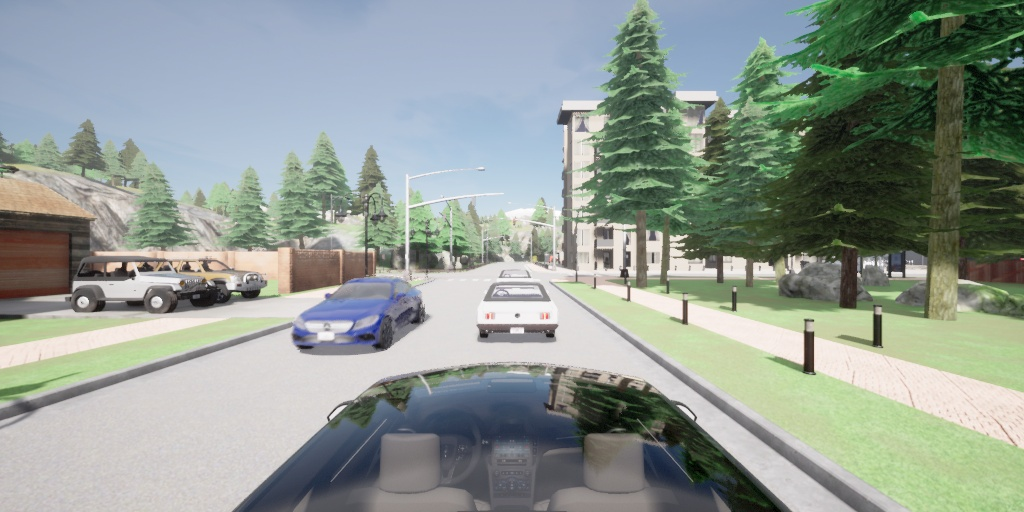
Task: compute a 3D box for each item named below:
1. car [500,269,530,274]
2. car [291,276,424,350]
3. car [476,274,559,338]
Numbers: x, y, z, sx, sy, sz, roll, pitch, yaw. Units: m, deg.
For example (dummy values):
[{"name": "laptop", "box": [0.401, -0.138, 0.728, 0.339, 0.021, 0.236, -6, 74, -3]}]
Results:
[{"name": "car", "box": [0.159, 1.357, 19.307, 1.895, 1.301, 4.718, 0, 0, 0]}, {"name": "car", "box": [-3.559, 1.278, 9.200, 1.812, 1.442, 4.674, 0, 0, 0]}, {"name": "car", "box": [0.130, 1.354, 10.139, 1.895, 1.301, 4.718, 0, 0, 0]}]
